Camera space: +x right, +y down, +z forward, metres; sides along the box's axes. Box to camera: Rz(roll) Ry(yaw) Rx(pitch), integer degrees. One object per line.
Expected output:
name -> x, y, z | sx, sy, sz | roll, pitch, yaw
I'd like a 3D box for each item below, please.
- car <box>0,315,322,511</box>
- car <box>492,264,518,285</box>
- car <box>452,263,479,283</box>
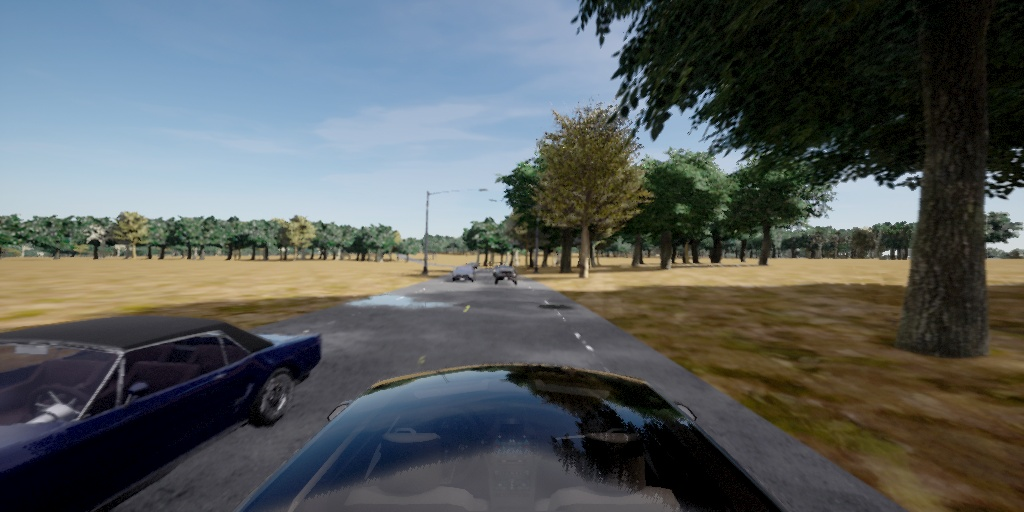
car -> -3.594, 1.252, 2.799 | 1.895, 1.301, 4.718 | 2, 0, 0
car -> -0.547, 1.600, 30.817 | 1.837, 1.490, 4.892 | 2, -1, -2
car -> -4.172, 1.551, 32.108 | 2.033, 1.411, 5.357 | 2, -1, -2
